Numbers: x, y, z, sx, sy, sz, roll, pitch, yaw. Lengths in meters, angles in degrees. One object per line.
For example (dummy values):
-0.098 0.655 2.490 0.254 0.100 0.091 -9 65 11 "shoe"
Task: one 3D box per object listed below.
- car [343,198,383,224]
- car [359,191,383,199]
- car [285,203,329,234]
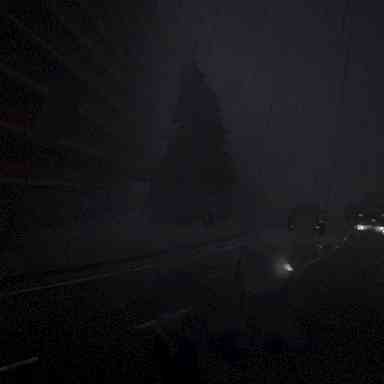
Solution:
11.943 1.360 23.240 2.033 1.411 5.357 0 0 15 "car"
17.004 0.962 30.631 2.150 2.045 5.566 0 0 7 "car"
6.425 1.385 18.470 1.837 1.490 4.892 0 0 24 "car"
